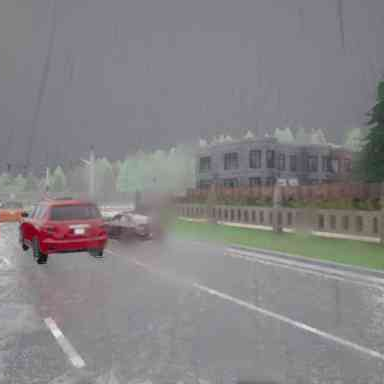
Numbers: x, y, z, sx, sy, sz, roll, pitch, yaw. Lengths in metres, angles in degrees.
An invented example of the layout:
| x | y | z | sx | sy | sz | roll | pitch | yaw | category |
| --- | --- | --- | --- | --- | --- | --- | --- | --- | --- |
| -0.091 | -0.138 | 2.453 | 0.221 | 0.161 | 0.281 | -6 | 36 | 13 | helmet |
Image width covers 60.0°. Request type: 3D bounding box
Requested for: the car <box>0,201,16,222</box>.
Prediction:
| x | y | z | sx | sy | sz | roll | pitch | yaw | category |
| --- | --- | --- | --- | --- | --- | --- | --- | --- | --- |
| -14.181 | 1.567 | 25.821 | 2.097 | 1.767 | 4.553 | 0 | -1 | -34 | car |

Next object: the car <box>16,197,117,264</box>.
| x | y | z | sx | sy | sz | roll | pitch | yaw | category |
| --- | --- | --- | --- | --- | --- | --- | --- | --- | --- |
| -5.022 | 1.326 | 12.621 | 2.150 | 2.045 | 5.566 | 0 | 0 | -34 | car |

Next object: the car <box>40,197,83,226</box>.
| x | y | z | sx | sy | sz | roll | pitch | yaw | category |
| --- | --- | --- | --- | --- | --- | --- | --- | --- | --- |
| -10.684 | 1.442 | 26.997 | 2.150 | 2.045 | 5.566 | 0 | 0 | -33 | car |

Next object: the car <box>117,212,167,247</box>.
| x | y | z | sx | sy | sz | roll | pitch | yaw | category |
| --- | --- | --- | --- | --- | --- | --- | --- | --- | --- |
| -2.879 | 1.647 | 15.691 | 1.812 | 1.442 | 4.674 | 0 | -1 | -34 | car |
